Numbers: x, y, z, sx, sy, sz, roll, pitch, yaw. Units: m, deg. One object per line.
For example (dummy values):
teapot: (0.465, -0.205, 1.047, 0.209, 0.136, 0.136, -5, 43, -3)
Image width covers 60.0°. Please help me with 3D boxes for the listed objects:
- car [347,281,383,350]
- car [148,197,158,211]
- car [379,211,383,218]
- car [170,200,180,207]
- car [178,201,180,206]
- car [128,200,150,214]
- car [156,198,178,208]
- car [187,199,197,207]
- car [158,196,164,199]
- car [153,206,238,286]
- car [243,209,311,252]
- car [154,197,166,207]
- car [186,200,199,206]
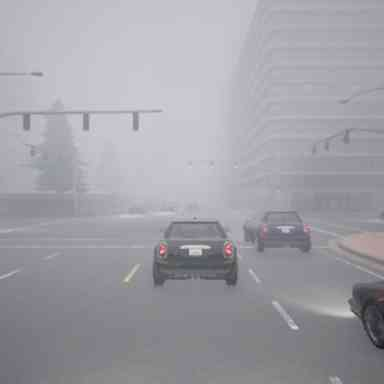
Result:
car: (3.600, 1.589, 3.287, 2.033, 1.411, 5.357, 0, -1, 0)
car: (-7.082, 1.998, 52.714, 2.097, 1.767, 4.553, 0, -1, 0)
car: (19.941, 1.869, 30.658, 5.357, 1.411, 2.033, 0, -1, -18)
car: (-3.492, 2.445, 69.302, 1.895, 1.301, 4.718, 0, -1, 0)
car: (-3.563, 2.289, 59.171, 1.994, 1.385, 4.181, 0, -1, 0)
car: (-7.094, 2.138, 43.817, 1.895, 1.301, 4.718, 0, -1, 0)
car: (-3.590, 2.096, 49.286, 2.128, 1.511, 4.902, 0, -1, 0)
car: (0.014, 2.424, 73.499, 2.128, 1.511, 4.902, 0, -1, 0)
car: (-7.040, 1.983, 62.129, 2.150, 2.045, 5.566, 0, -1, 1)
car: (0.087, 1.475, 9.989, 2.097, 1.767, 4.553, 0, -1, 0)
car: (3.595, 1.534, 14.848, 2.097, 1.767, 4.553, 0, -1, 0)
car: (-6.991, 2.117, 72.773, 2.150, 2.045, 5.566, 0, -1, 0)
car: (0.106, 2.174, 52.859, 1.812, 1.442, 4.674, 0, -1, 0)
